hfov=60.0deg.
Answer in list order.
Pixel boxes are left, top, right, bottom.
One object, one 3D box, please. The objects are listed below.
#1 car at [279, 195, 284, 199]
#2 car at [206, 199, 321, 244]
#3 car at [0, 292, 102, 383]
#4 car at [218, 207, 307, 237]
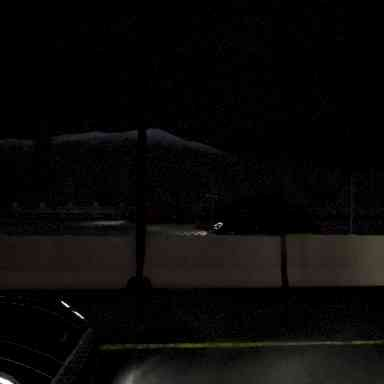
[{"bbox_3d":[3.213,1.174,20.818,5.566,2.045,2.150,0,0,-2],"label":"car"},{"bbox_3d":[2.844,1.319,13.800,4.553,1.767,2.097,0,0,-2],"label":"car"},{"bbox_3d":[-3.181,1.356,2.885,4.553,1.767,2.097,0,0,-2],"label":"car"},{"bbox_3d":[3.561,1.523,17.328,4.181,1.385,1.994,0,0,-2],"label":"car"}]
